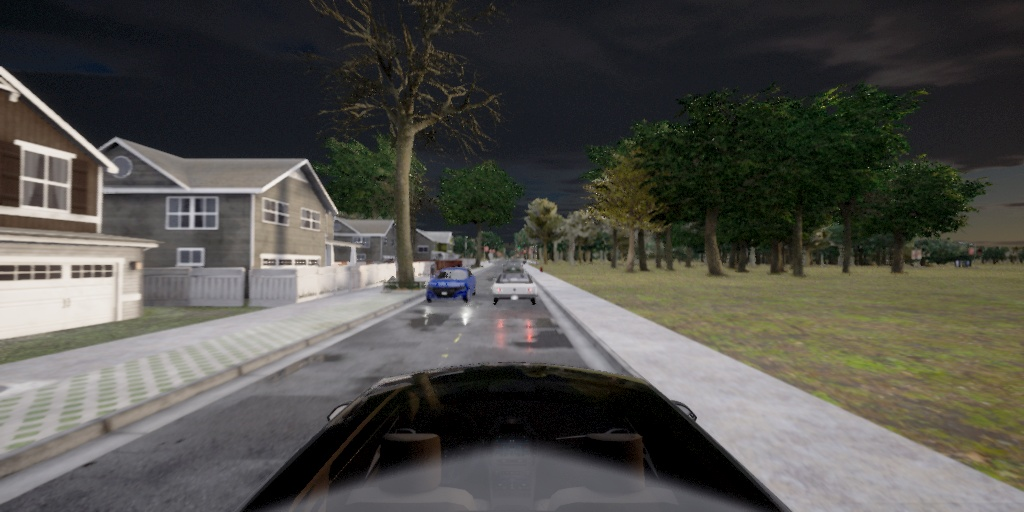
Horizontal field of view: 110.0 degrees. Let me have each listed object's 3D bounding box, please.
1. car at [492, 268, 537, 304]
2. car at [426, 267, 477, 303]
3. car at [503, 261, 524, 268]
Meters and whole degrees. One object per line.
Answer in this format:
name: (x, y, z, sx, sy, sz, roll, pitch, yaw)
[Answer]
car: (0.108, 1.433, 16.879, 1.895, 1.301, 4.718, 0, 0, 0)
car: (-2.837, 1.313, 17.551, 1.882, 1.535, 5.008, 0, 0, 0)
car: (0.129, 1.281, 37.038, 2.097, 1.767, 4.553, 0, 0, 0)
